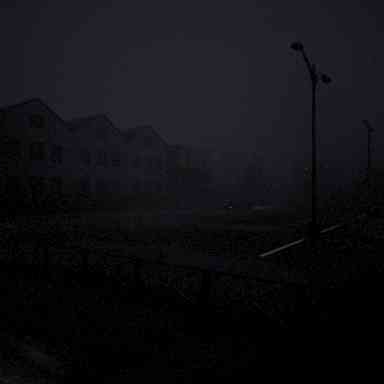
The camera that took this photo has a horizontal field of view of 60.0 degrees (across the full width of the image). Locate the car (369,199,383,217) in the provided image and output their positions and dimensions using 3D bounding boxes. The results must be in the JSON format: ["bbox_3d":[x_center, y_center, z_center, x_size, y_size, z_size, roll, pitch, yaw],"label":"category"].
[{"bbox_3d":[15.518,1.298,26.752,2.007,1.523,4.514,0,0,35],"label":"car"}]

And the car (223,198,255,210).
[{"bbox_3d":[5.663,1.409,39.300,1.895,1.301,4.718,0,0,36],"label":"car"}]
